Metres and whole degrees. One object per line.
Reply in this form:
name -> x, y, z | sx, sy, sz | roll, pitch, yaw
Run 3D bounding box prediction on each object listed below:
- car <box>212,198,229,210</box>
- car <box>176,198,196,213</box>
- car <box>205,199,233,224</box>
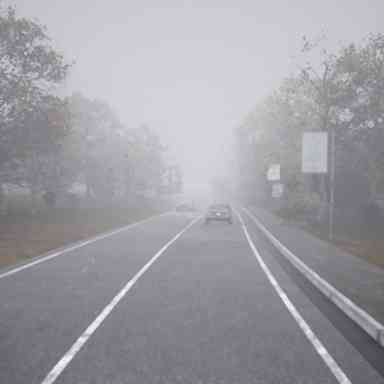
car -> 3.580, 1.498, 42.685 | 1.895, 1.301, 4.718 | 0, 0, 3
car -> -0.584, 1.410, 35.954 | 1.812, 1.442, 4.674 | 1, 0, 5
car -> 1.976, 1.501, 24.185 | 2.033, 1.411, 5.357 | 1, 0, 6
